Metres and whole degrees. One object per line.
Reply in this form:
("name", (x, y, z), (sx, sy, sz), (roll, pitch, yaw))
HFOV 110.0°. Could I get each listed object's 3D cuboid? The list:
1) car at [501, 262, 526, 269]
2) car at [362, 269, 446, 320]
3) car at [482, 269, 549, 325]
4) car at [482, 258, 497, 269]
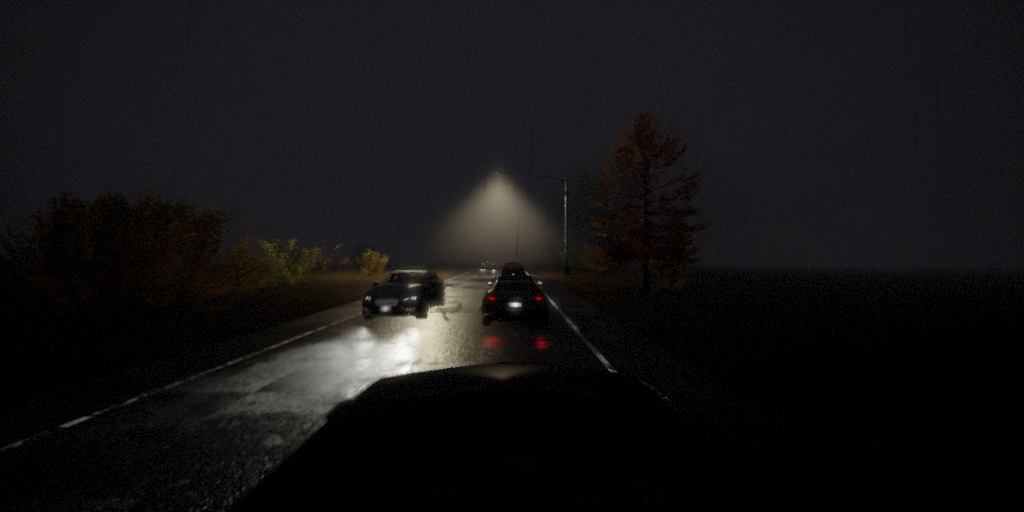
("car", (0.095, 1.226, 29.681), (1.882, 1.535, 5.008), (0, 0, 0))
("car", (-3.602, 1.242, 12.670), (2.128, 1.511, 4.902), (0, 0, 0))
("car", (0.098, 1.314, 11.851), (1.994, 1.385, 4.181), (0, 0, 0))
("car", (-3.509, 1.142, 55.521), (2.097, 1.767, 4.553), (0, 0, 0))
